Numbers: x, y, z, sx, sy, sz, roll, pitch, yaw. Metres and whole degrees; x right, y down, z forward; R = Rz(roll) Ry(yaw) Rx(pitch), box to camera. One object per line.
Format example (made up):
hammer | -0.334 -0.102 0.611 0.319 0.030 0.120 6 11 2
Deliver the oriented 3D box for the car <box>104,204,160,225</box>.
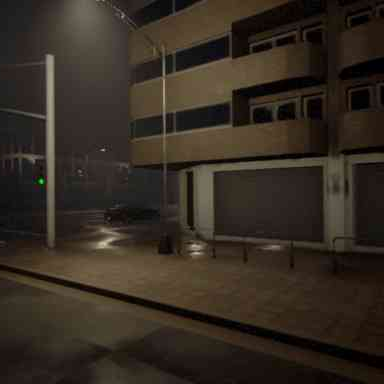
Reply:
car | -4.506 1.643 25.695 2.128 1.511 4.902 -1 0 36
